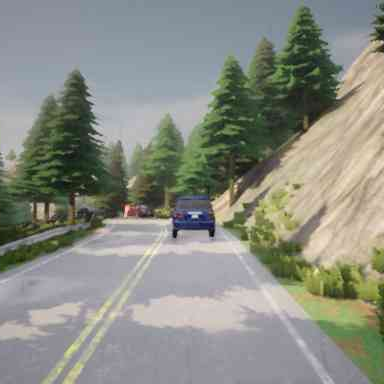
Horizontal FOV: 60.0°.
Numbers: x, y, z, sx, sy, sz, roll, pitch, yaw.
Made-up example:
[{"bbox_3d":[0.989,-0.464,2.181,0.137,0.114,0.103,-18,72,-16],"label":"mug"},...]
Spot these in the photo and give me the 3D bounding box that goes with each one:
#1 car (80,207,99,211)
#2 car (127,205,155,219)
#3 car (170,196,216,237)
[{"bbox_3d":[-12.040,2.537,39.610,1.837,1.490,4.892,5,-9,-41],"label":"car"},{"bbox_3d":[-5.618,2.189,36.451,1.812,1.442,4.674,3,-6,-30],"label":"car"},{"bbox_3d":[-0.029,1.246,18.351,2.150,2.045,5.566,1,0,-4],"label":"car"}]
